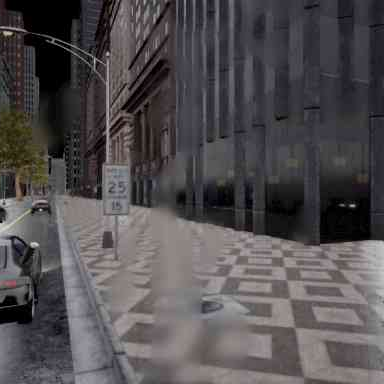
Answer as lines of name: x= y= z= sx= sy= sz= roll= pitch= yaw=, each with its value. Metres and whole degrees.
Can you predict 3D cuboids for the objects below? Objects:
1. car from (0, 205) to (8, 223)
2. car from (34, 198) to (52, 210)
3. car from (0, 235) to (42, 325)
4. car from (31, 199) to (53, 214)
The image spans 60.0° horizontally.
car: x=-15.038 y=1.583 z=24.860 sx=1.994 sy=1.385 sz=4.181 roll=0 pitch=0 yaw=-23
car: x=-20.123 y=1.597 z=45.195 sx=2.033 sy=1.411 sz=5.357 roll=0 pitch=0 yaw=-22
car: x=-4.169 y=1.569 z=6.740 sx=1.994 sy=1.385 sz=4.181 roll=0 pitch=0 yaw=-23
car: x=-16.084 y=1.535 z=35.597 sx=1.837 sy=1.490 sz=4.892 roll=0 pitch=0 yaw=-22
